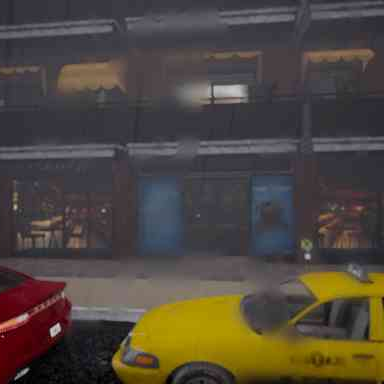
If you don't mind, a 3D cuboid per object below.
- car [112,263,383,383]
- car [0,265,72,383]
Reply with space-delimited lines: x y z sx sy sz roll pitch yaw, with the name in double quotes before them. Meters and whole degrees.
"car" 1.592 1.523 3.749 4.829 1.417 1.752 0 -1 5
"car" -3.884 1.543 4.269 4.507 1.381 1.887 0 -1 5
